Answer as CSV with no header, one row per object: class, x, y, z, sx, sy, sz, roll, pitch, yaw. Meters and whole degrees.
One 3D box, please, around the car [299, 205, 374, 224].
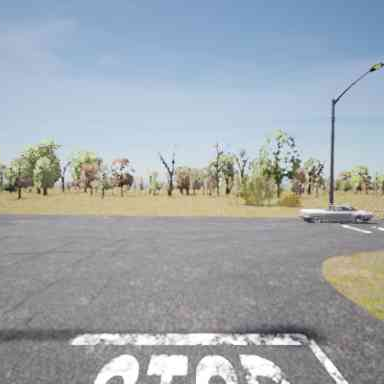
car,10.227,1.570,23.910,4.718,1.301,1.895,1,1,0
